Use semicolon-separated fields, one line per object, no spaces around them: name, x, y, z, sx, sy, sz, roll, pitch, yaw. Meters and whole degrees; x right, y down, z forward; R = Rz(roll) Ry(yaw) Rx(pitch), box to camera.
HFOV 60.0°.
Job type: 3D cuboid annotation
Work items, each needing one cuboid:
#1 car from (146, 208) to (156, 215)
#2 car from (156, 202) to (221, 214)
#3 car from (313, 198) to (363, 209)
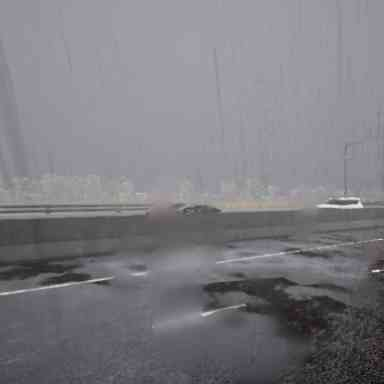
car;-1.530;1.636;28.599;5.008;1.535;1.882;1;0;-35
car;0.061;1.658;25.440;4.892;1.490;1.837;1;0;-35
car;13.379;1.536;30.413;5.566;2.045;2.150;1;0;-34
